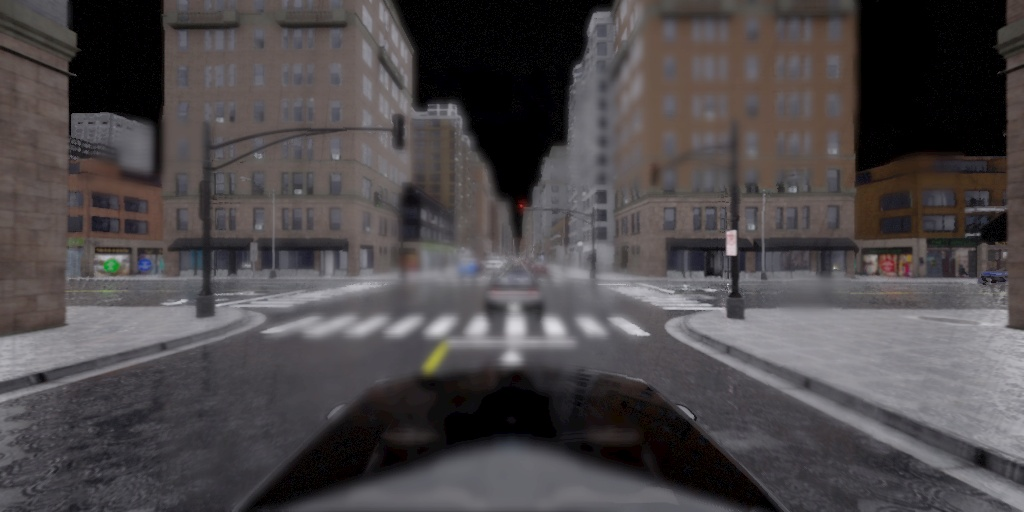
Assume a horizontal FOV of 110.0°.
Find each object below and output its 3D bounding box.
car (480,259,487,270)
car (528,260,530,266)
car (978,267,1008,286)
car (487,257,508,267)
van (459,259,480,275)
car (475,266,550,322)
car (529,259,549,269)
[{"bbox_3d":[-5.054,1.265,47.931,2.192,1.841,5.009,0,0,1],"label":"car"},{"bbox_3d":[3.470,1.515,47.750,1.948,1.339,4.313,0,0,1],"label":"car"},{"bbox_3d":[35.725,1.362,24.937,5.008,1.535,1.882,0,0,1],"label":"car"},{"bbox_3d":[-2.190,1.192,51.619,2.150,2.045,5.566,0,-1,2],"label":"car"},{"bbox_3d":[-5.176,1.264,42.409,1.690,1.789,3.998,0,0,1],"label":"van"},{"bbox_3d":[0.109,1.282,12.538,2.128,1.511,4.902,0,0,1],"label":"car"},{"bbox_3d":[3.348,1.362,42.227,1.967,1.591,4.097,0,0,1],"label":"car"}]
